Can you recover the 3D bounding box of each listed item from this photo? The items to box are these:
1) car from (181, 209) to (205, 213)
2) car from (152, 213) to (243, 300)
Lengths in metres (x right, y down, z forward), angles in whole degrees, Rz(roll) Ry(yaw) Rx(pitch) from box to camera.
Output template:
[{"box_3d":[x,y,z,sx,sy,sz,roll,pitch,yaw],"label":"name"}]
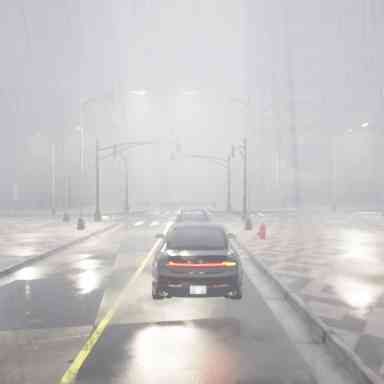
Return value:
[{"box_3d":[0.054,1.556,17.273,1.994,1.385,4.181,0,0,1],"label":"car"},{"box_3d":[0.098,1.502,8.370,1.837,1.490,4.892,0,0,0],"label":"car"}]
